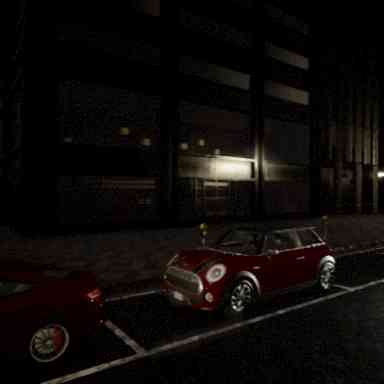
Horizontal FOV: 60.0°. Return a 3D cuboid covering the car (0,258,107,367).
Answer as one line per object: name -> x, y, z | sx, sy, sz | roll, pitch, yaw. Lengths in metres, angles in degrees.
car -> -3.223, 1.580, 4.233 | 4.206, 1.307, 1.802 | 0, 0, -36

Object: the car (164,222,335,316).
car -> 1.368, 1.467, 7.510 | 4.097, 1.590, 1.967 | 0, 0, -36
